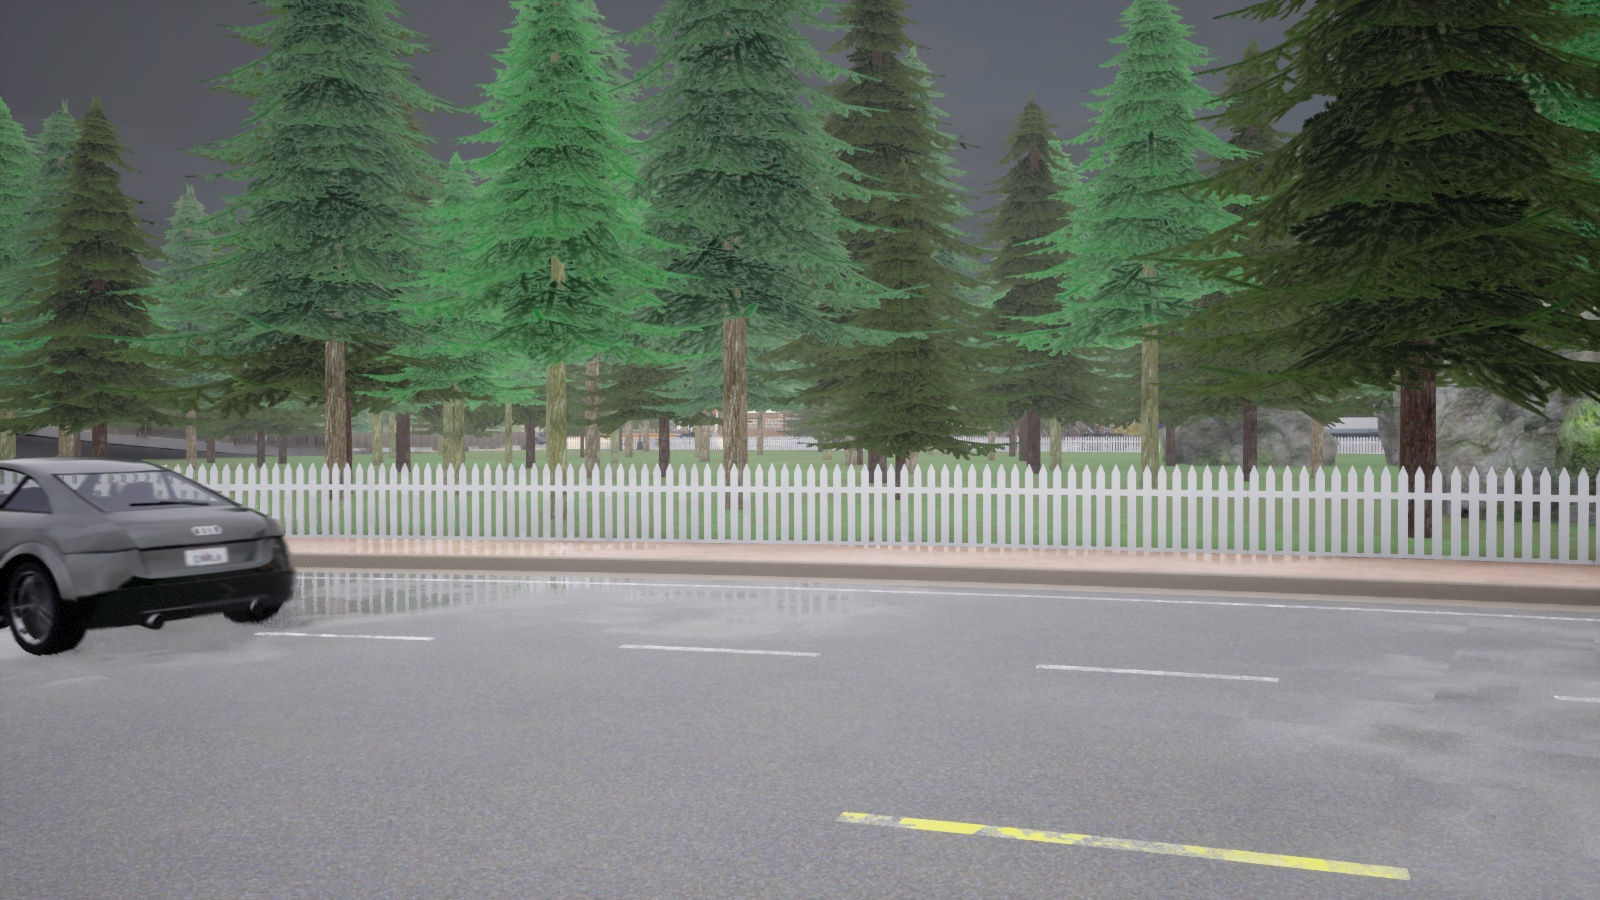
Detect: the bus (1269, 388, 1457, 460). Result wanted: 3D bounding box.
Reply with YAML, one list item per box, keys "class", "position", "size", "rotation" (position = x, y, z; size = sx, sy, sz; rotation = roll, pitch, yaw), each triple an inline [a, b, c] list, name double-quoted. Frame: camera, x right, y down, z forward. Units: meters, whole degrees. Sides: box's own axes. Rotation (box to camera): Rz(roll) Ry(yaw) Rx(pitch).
- class: "bus"
  position: [35.381, -1.628, 79.101]
  size: [10.273, 4.253, 3.944]
  rotation: [1, 1, 33]

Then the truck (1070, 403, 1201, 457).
- class: "truck"
  position: [22.241, -1.352, 83.439]
  size: [7.936, 3.462, 2.891]
  rotation: [1, 1, 33]

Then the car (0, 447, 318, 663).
- class: "car"
  position: [-6.216, 0.702, 10.334]
  size: [4.181, 1.385, 1.994]
  rotation: [1, 1, 30]
